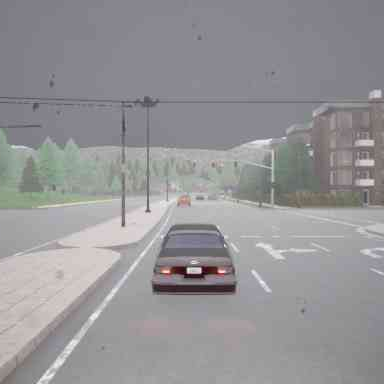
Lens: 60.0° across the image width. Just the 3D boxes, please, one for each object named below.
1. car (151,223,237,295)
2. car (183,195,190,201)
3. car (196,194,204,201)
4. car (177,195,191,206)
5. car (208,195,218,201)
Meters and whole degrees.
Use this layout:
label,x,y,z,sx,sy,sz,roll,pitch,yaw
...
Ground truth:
label,x,y,z,sx,sy,sz,roll,pitch,yaw
car,0.052,1.547,8.865,2.033,1.411,5.357,0,0,0
car,-1.429,1.523,85.436,1.812,1.442,4.674,0,0,0
car,2.071,1.477,85.471,1.882,1.535,5.008,0,0,0
car,-1.298,1.352,54.611,2.097,1.767,4.553,0,0,-1
car,5.571,1.539,85.475,2.033,1.411,5.357,0,0,0
